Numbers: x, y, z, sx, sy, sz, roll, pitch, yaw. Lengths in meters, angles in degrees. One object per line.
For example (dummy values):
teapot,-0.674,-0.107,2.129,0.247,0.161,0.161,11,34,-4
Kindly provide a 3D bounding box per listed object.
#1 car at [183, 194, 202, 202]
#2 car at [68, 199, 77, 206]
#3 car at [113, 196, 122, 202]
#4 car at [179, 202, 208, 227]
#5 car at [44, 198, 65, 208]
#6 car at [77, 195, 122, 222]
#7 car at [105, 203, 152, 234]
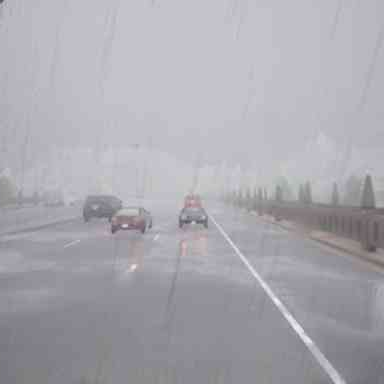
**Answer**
car,0.094,1.302,41.287,2.150,2.045,5.566,0,0,0
car,-14.101,1.651,43.238,1.994,1.385,4.181,0,0,0
car,-18.842,1.792,84.309,1.837,1.490,4.892,0,0,-18
car,0.091,1.631,22.903,1.895,1.301,4.718,0,0,0
car,-21.107,1.683,51.361,1.994,1.385,4.181,0,0,0
car,-6.911,1.259,26.428,2.150,2.045,5.566,0,0,0
car,-3.408,1.547,19.235,1.812,1.442,4.674,0,0,0
